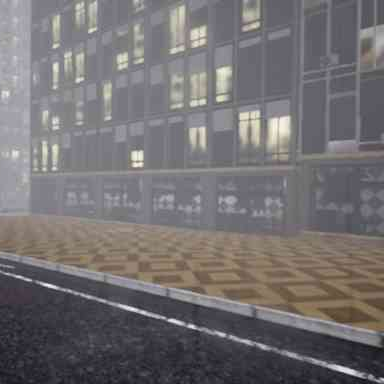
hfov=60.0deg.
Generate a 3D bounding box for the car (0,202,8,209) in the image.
[{"bbox_3d":[-28.488,1.680,46.595,1.752,1.417,4.829,0,0,36],"label":"car"}]
